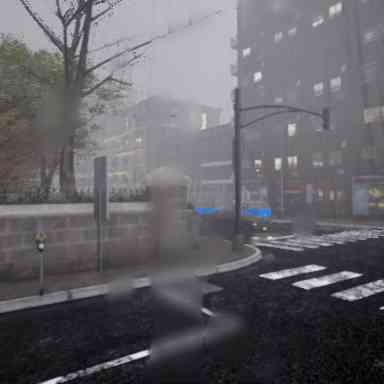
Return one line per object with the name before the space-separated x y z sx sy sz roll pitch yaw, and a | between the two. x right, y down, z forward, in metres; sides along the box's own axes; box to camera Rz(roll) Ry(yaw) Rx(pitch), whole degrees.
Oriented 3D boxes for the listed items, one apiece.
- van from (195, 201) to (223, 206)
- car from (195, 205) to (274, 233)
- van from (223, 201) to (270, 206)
van | 1.625 1.749 33.060 1.690 1.788 3.998 -1 0 -36
car | 2.727 1.810 21.729 2.033 1.411 5.357 0 -1 -36
van | 4.883 1.658 28.581 1.690 1.788 3.998 -1 0 -36
